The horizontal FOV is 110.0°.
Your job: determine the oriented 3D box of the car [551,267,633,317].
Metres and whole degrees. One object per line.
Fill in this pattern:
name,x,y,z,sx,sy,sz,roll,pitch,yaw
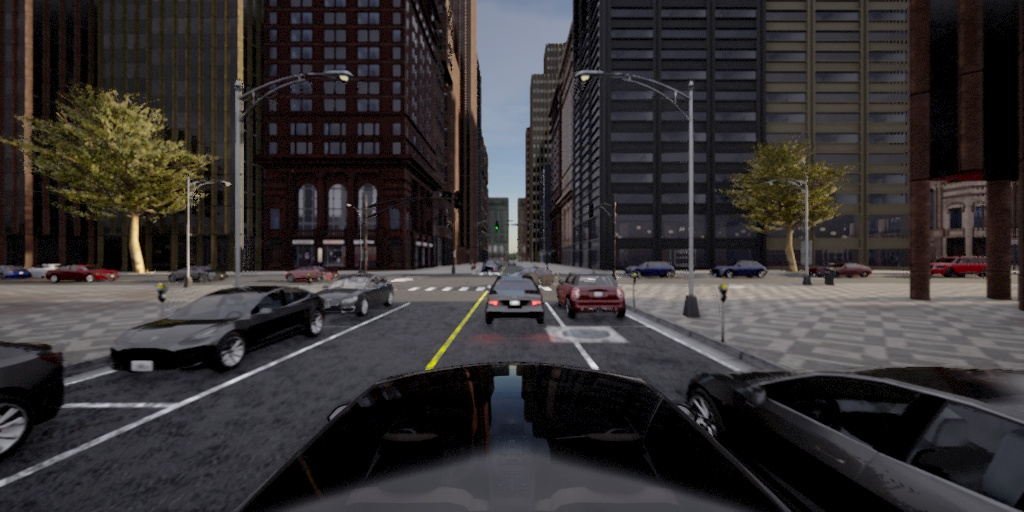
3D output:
car,2.767,1.254,13.399,1.967,1.591,4.097,0,0,0

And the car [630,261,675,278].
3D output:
car,13.360,1.243,35.005,4.553,1.767,2.097,0,0,0

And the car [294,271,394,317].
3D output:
car,-5.758,1.365,13.401,2.007,1.370,4.403,0,0,0

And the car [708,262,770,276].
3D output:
car,24.123,1.417,38.276,5.357,1.411,2.033,0,0,0

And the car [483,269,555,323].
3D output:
car,0.090,1.356,12.373,2.033,1.411,5.357,0,0,0

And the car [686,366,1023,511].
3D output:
car,2.763,1.318,2.127,1.948,1.339,4.313,0,0,0

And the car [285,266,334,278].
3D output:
car,-17.453,1.530,31.500,4.181,1.385,1.994,0,0,0

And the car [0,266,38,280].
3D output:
car,-49.743,1.624,34.881,4.181,1.385,1.994,0,0,0

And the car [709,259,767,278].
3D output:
car,22.075,1.224,35.020,4.553,1.767,2.097,0,0,0

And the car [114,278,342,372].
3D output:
car,-5.760,1.349,7.764,1.948,1.339,4.313,0,0,0

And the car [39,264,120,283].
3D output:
car,-37.567,1.500,31.471,5.008,1.535,1.882,0,0,0

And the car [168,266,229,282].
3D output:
car,-27.460,1.558,31.485,4.181,1.385,1.994,0,0,0

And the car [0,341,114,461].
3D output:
car,-5.762,1.318,2.128,1.948,1.339,4.313,0,0,0

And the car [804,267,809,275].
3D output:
car,34.074,1.449,38.284,4.718,1.301,1.895,0,0,0

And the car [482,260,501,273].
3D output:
car,-3.037,1.382,49.719,2.097,1.767,4.553,0,0,0

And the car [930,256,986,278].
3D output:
car,43.325,1.051,35.015,5.566,2.045,2.150,0,0,0

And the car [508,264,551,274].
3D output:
car,1.652,1.444,25.005,2.033,1.411,5.357,-1,-1,28

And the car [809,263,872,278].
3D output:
car,32.354,1.376,35.033,4.674,1.442,1.812,0,0,0
